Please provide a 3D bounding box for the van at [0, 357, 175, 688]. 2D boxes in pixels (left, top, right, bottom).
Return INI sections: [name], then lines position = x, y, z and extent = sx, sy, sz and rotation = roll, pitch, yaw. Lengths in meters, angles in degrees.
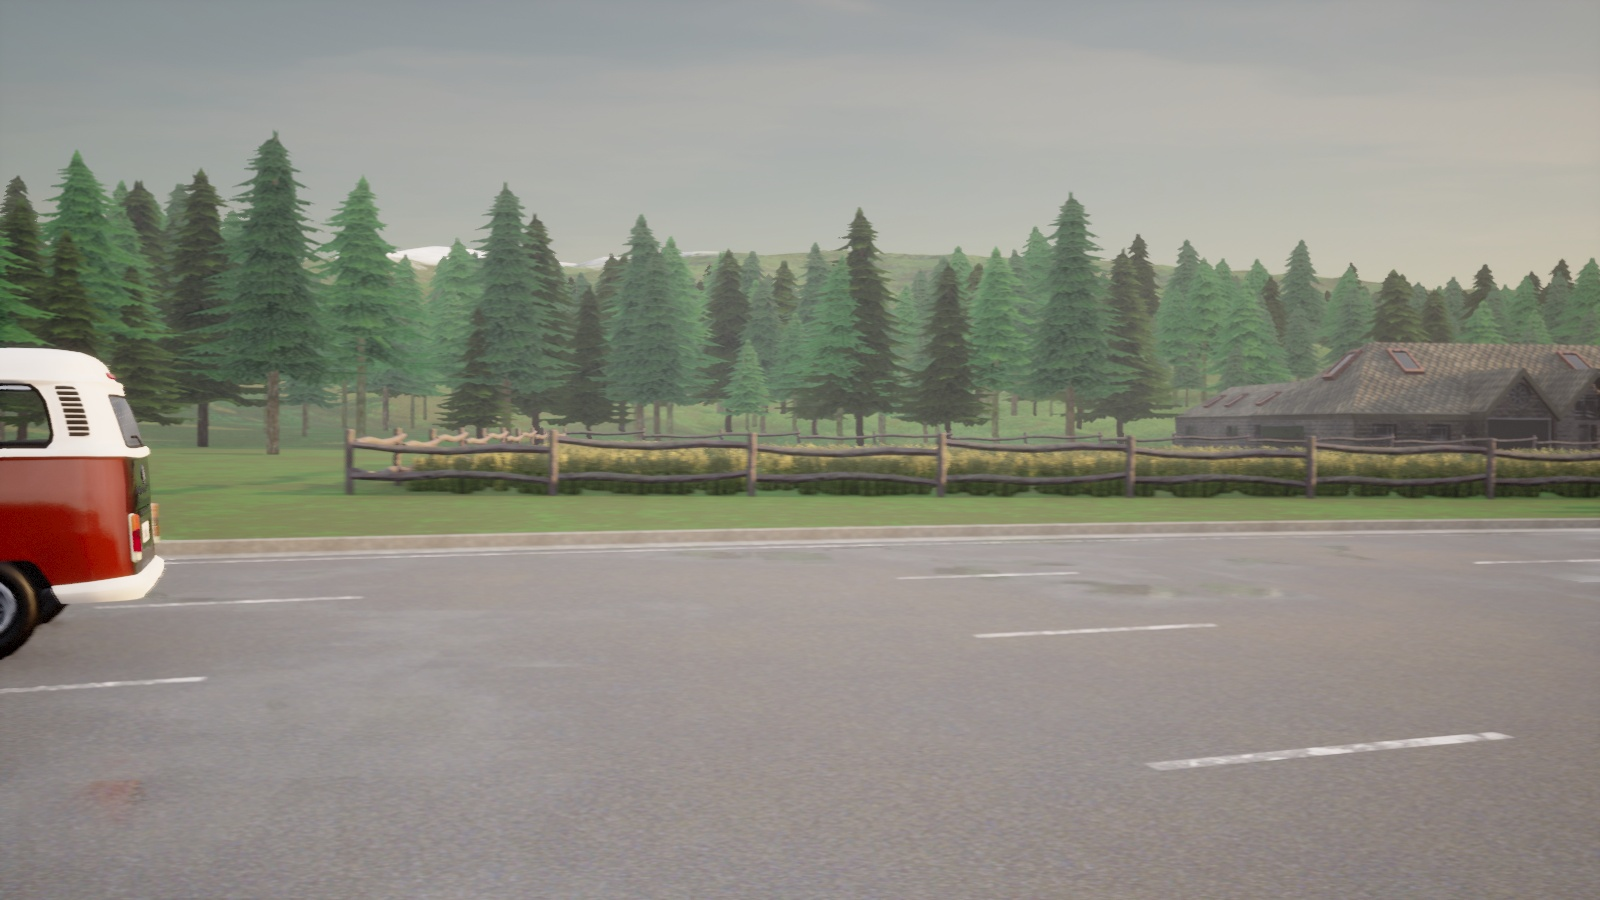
[van]
position = -6.645, 0.465, 8.134
extent = 4.480, 2.038, 2.069
rotation = -1, 1, -23
